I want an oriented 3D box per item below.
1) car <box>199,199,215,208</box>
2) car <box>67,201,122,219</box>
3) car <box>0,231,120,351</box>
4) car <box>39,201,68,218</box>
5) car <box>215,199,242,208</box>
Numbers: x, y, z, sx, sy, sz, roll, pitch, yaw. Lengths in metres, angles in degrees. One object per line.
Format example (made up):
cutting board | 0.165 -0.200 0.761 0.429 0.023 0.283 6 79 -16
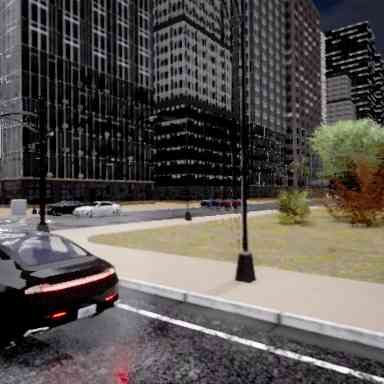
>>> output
car | 3.148 1.720 51.146 1.895 1.301 4.718 -1 -1 37
car | -8.527 1.573 30.343 1.812 1.442 4.674 -1 -1 37
car | -3.473 1.491 6.164 4.902 1.511 2.128 0 0 35
car | -11.864 1.583 31.317 2.128 1.511 4.902 -1 -1 37
car | 5.946 1.674 49.455 1.895 1.301 4.718 -1 -1 37
